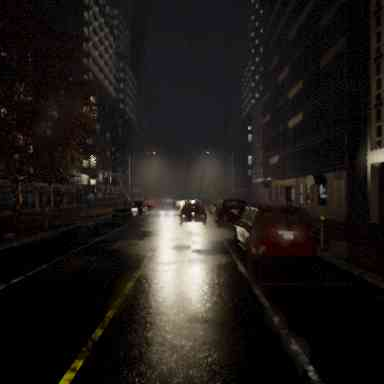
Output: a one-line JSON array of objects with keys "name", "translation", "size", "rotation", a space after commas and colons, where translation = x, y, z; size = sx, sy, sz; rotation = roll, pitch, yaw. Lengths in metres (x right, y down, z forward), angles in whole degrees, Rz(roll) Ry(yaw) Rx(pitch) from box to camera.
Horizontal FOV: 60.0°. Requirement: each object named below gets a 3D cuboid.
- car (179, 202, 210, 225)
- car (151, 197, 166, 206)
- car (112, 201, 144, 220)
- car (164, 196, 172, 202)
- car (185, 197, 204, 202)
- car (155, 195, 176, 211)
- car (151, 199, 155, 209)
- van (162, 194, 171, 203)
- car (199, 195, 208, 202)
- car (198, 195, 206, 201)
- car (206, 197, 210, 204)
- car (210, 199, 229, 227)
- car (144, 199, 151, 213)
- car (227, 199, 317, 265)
[{"name": "car", "translation": [0.079, 1.640, 24.216], "size": [1.895, 1.301, 4.718], "rotation": [0, 0, 0]}, {"name": "car", "translation": [-5.736, 1.627, 57.182], "size": [2.008, 1.369, 4.403], "rotation": [0, 0, 0]}, {"name": "car", "translation": [-5.712, 1.597, 28.720], "size": [2.008, 1.369, 4.403], "rotation": [0, 0, 0]}, {"name": "car", "translation": [-5.755, 1.676, 79.951], "size": [1.802, 1.307, 4.206], "rotation": [0, 0, 0]}, {"name": "car", "translation": [0.065, 1.625, 41.432], "size": [1.994, 1.385, 4.181], "rotation": [0, 0, 0]}, {"name": "car", "translation": [-3.124, 1.554, 42.389], "size": [2.128, 1.511, 4.902], "rotation": [0, 0, 0]}, {"name": "car", "translation": [-5.726, 1.648, 45.796], "size": [1.802, 1.307, 4.206], "rotation": [0, 0, 0]}, {"name": "van", "translation": [-5.749, 1.431, 74.259], "size": [1.690, 1.788, 3.998], "rotation": [0, 0, 0]}, {"name": "car", "translation": [2.640, 1.648, 62.868], "size": [1.947, 1.339, 4.313], "rotation": [0, 0, 0]}, {"name": "car", "translation": [2.622, 1.538, 85.635], "size": [1.967, 1.590, 4.097], "rotation": [0, 0, 0]}, {"name": "car", "translation": [2.664, 1.579, 34.577], "size": [1.752, 1.417, 4.829], "rotation": [0, 0, 0]}, {"name": "car", "translation": [2.675, 1.353, 23.024], "size": [2.192, 1.841, 5.009], "rotation": [0, 0, 0]}, {"name": "car", "translation": [-5.717, 1.619, 34.413], "size": [1.947, 1.339, 4.313], "rotation": [0, 0, 0]}, {"name": "car", "translation": [2.684, 1.336, 11.639], "size": [2.192, 1.841, 5.009], "rotation": [0, 0, 0]}]
